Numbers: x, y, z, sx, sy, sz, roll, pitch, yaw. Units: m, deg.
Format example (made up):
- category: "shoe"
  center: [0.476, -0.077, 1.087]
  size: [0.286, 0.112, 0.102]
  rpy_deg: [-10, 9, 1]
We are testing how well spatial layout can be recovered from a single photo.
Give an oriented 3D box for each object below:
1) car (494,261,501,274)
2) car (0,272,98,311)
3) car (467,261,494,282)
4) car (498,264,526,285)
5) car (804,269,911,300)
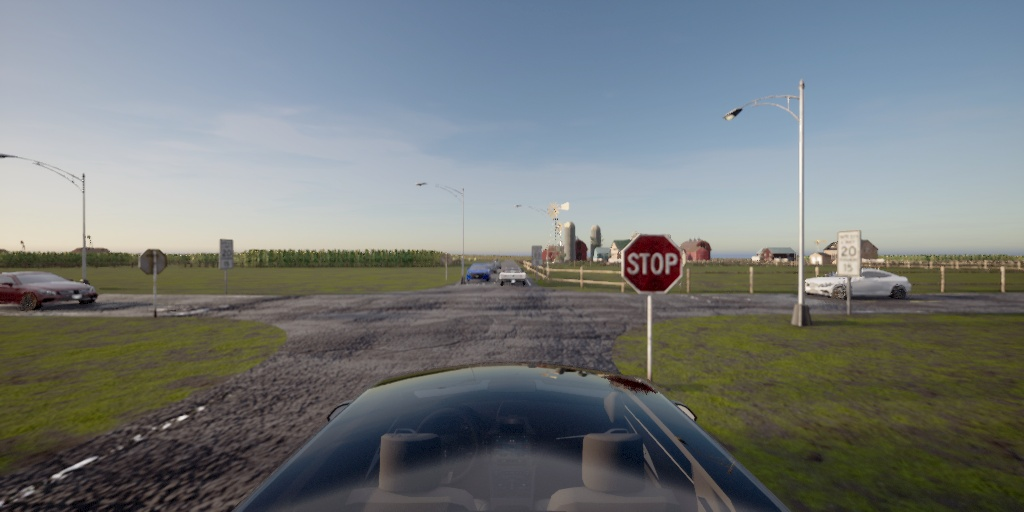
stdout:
- category: "car"
  center: [-2.884, 1.525, 45.849]
  size: [2.128, 1.511, 4.902]
  rpy_deg: [0, 0, 0]
- category: "car"
  center: [-20.107, 1.402, 14.974]
  size: [4.674, 1.442, 1.812]
  rpy_deg: [0, 0, 8]
- category: "car"
  center: [-2.869, 1.419, 31.702]
  size: [1.882, 1.535, 5.008]
  rpy_deg: [0, 0, 0]
- category: "car"
  center: [0.077, 1.519, 28.214]
  size: [1.895, 1.301, 4.718]
  rpy_deg: [0, 0, 0]
- category: "car"
  center: [16.921, 1.348, 17.759]
  size: [4.674, 1.442, 1.812]
  rpy_deg: [0, 0, -2]
